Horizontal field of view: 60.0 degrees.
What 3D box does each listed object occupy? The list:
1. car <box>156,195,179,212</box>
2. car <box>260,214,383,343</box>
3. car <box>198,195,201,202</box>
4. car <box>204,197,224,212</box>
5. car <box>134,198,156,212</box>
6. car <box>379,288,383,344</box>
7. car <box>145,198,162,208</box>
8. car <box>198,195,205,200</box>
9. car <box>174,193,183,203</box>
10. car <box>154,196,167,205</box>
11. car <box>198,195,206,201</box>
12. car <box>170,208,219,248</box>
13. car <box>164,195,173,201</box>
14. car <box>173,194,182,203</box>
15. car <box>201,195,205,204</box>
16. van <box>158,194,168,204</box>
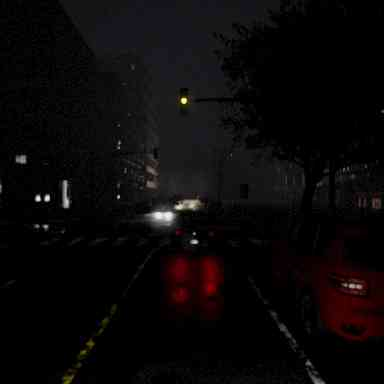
[{"bbox_3d":[-3.109,1.507,39.660,2.128,1.511,4.902,0,0,2],"label":"car"},{"bbox_3d":[2.690,1.316,6.377,2.192,1.841,5.009,0,0,0],"label":"car"},{"bbox_3d":[2.665,1.630,66.428,1.802,1.307,4.206,0,0,0],"label":"car"},{"bbox_3d":[2.676,1.560,38.765,1.887,1.381,4.507,0,0,0],"label":"car"},{"bbox_3d":[-5.704,1.566,38.762,2.008,1.369,4.403,0,0,0],"label":"car"},{"bbox_3d":[2.692,1.566,0.854,1.947,1.339,4.313,0,0,0],"label":"car"},{"bbox_3d":[-5.709,1.577,49.828,2.008,1.369,4.403,0,0,0],"label":"car"},{"bbox_3d":[2.653,1.645,94.092,2.008,1.369,4.403,0,0,0],"label":"car"},{"bbox_3d":[-3.027,1.259,69.314,2.150,2.045,5.566,0,0,0],"label":"car"},{"bbox_3d":[-5.713,1.481,60.893,1.967,1.590,4.097,0,0,0],"label":"car"},{"bbox_3d":[2.655,1.628,88.559,1.887,1.381,4.507,0,0,0],"label":"car"},{"bbox_3d":[0.094,1.603,14.875,1.895,1.301,4.718,0,0,0],"label":"car"},{"bbox_3d":[-5.723,1.513,83.024,1.967,1.590,4.097,0,0,0],"label":"car"},{"bbox_3d":[-3.093,1.509,53.725,1.882,1.535,5.008,0,0,0],"label":"car"},{"bbox_3d":[2.671,1.552,50.000,1.752,1.417,4.829,0,0,0],"label":"car"},{"bbox_3d":[-5.716,1.389,66.426,1.690,1.788,3.998,0,0,0],"label":"van"}]
